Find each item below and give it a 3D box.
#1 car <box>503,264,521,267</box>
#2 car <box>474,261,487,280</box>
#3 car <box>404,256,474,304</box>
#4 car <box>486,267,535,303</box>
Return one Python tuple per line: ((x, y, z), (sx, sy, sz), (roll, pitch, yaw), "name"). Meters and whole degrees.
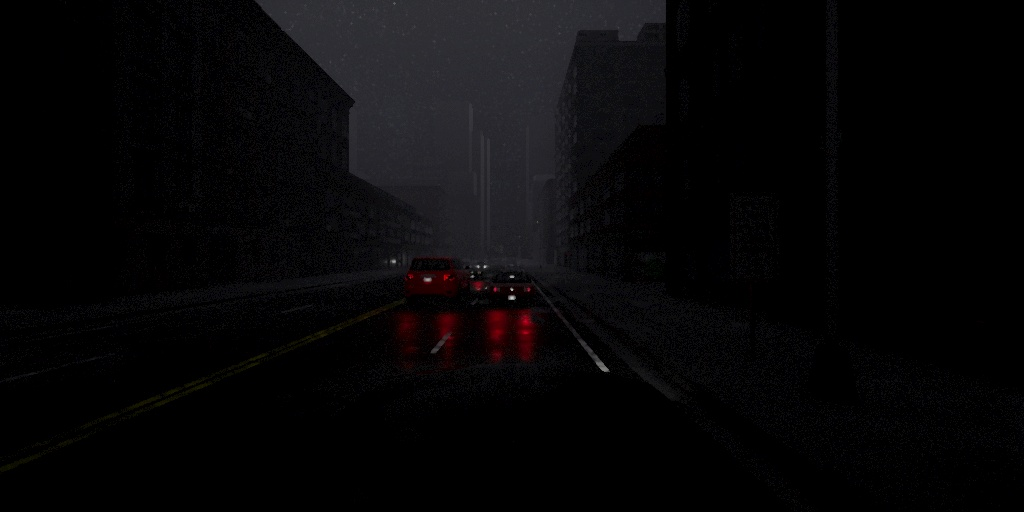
((0.000, 1.374, 31.530), (1.895, 1.301, 4.718), (0, 0, 0), "car")
((-3.250, 1.374, 31.530), (1.895, 1.301, 4.718), (0, 0, 0), "car")
((-3.249, 1.010, 16.530), (2.150, 2.045, 5.566), (0, 0, 0), "car")
((0.000, 1.369, 16.530), (1.895, 1.301, 4.718), (0, 0, 0), "car")
